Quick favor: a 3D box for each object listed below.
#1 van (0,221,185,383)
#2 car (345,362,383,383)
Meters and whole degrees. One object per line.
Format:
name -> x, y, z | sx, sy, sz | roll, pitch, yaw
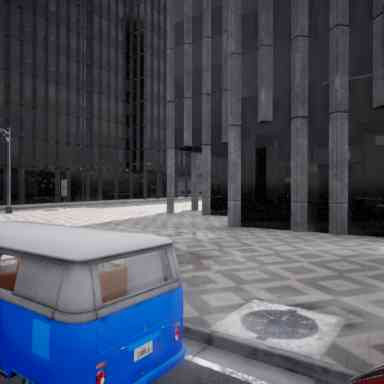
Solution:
van -> -1.988, 1.341, 4.378 | 3.998, 1.788, 1.690 | 0, 0, 35
car -> 2.513, 1.440, 1.174 | 4.097, 1.590, 1.967 | 0, 0, 35
